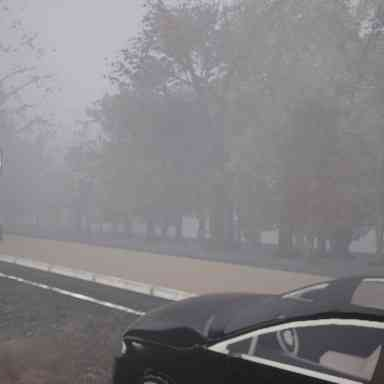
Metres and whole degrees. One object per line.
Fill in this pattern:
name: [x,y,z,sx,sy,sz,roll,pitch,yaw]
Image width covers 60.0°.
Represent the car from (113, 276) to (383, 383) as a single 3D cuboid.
car: [1.437,1.494,2.661,4.902,1.511,2.128,-1,0,35]
